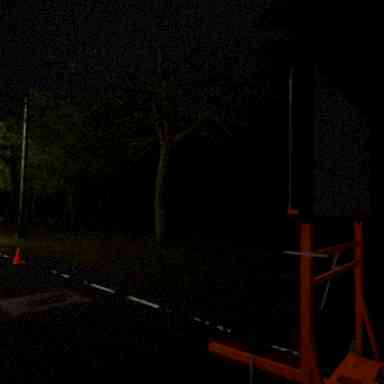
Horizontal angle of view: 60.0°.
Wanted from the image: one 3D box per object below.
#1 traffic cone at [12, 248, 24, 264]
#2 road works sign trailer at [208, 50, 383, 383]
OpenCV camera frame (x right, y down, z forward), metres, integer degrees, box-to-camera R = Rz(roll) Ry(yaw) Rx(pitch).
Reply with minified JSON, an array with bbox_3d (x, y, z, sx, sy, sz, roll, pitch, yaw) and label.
[{"bbox_3d":[-6.884,2.509,13.174,0.340,0.580,0.340,-2,-4,44],"label":"traffic cone"},{"bbox_3d":[1.387,0.696,3.534,2.880,3.560,2.380,-1,-4,39],"label":"road works sign trailer"}]
